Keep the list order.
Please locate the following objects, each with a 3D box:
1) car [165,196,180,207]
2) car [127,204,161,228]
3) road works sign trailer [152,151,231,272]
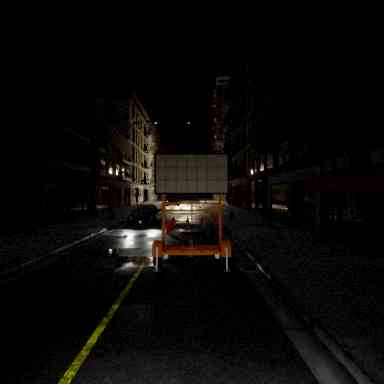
[{"bbox_3d":[-3.052,1.412,52.715,2.097,1.767,4.553,0,0,0],"label":"car"},{"bbox_3d":[-3.123,1.538,22.411,1.812,1.442,4.674,0,0,0],"label":"car"},{"bbox_3d":[-0.006,0.468,10.826,2.380,3.560,2.880,0,0,0],"label":"road works sign trailer"}]
